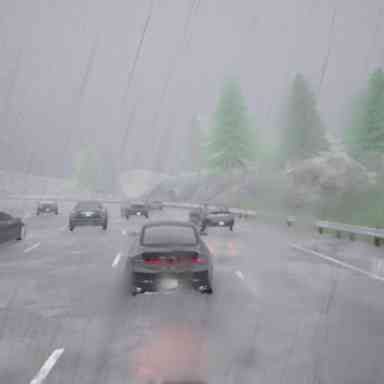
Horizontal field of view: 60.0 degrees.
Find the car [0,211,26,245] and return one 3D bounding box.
[{"bbox_3d":[-8.275,1.468,13.370,1.837,1.490,4.892,0,0,-9],"label":"car"}]

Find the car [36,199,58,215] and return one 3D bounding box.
[{"bbox_3d":[-14.093,1.435,32.424,1.812,1.442,4.674,0,0,-24],"label":"car"}]

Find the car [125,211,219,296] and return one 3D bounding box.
[{"bbox_3d":[-0.608,1.480,8.628,1.837,1.490,4.892,0,0,-5],"label":"car"}]

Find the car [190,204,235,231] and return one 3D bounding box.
[{"bbox_3d":[1.053,1.433,19.843,2.128,1.511,4.902,0,0,-12],"label":"car"}]

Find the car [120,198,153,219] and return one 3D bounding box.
[{"bbox_3d":[-4.931,1.424,28.191,1.837,1.490,4.892,0,0,-19],"label":"car"}]

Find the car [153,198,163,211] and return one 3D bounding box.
[{"bbox_3d":[-4.689,1.387,36.899,2.128,1.511,4.902,0,0,-24],"label":"car"}]

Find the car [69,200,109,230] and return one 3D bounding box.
[{"bbox_3d":[-6.313,1.293,20.679,2.097,1.767,4.553,0,0,-14],"label":"car"}]
